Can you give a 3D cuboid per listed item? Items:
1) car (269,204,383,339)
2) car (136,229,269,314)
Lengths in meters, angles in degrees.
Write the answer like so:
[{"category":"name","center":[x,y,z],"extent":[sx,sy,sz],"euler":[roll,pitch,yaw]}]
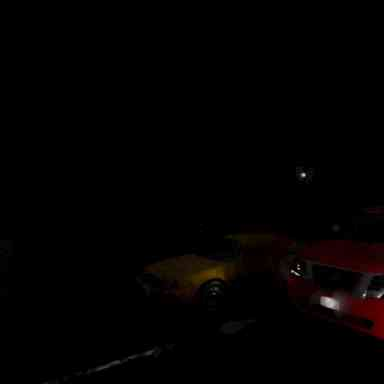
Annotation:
[{"category":"car","center":[4.239,1.260,6.398],"extent":[5.566,2.045,2.150],"euler":[0,0,-35]},{"category":"car","center":[1.137,1.553,7.585],"extent":[4.829,1.417,1.752],"euler":[1,-1,-34]}]
